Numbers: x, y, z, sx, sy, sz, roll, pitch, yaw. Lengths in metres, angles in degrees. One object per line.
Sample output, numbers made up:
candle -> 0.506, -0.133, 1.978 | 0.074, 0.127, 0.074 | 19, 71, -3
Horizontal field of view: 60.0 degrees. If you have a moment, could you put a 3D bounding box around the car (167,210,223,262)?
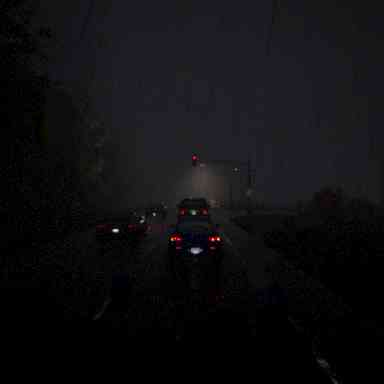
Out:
car -> 0.112, 1.627, 12.403 | 1.812, 1.442, 4.674 | 0, 0, 0

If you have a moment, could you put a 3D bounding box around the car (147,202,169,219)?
car -> -3.382, 1.766, 32.145 | 1.837, 1.490, 4.892 | 0, 0, 0

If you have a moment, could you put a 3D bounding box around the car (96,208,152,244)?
car -> -3.391, 1.701, 16.758 | 1.994, 1.385, 4.181 | 0, 0, 0

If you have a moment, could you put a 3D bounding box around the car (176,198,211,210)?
car -> 0.113, 1.407, 22.822 | 2.150, 2.045, 5.566 | 0, 0, 0
